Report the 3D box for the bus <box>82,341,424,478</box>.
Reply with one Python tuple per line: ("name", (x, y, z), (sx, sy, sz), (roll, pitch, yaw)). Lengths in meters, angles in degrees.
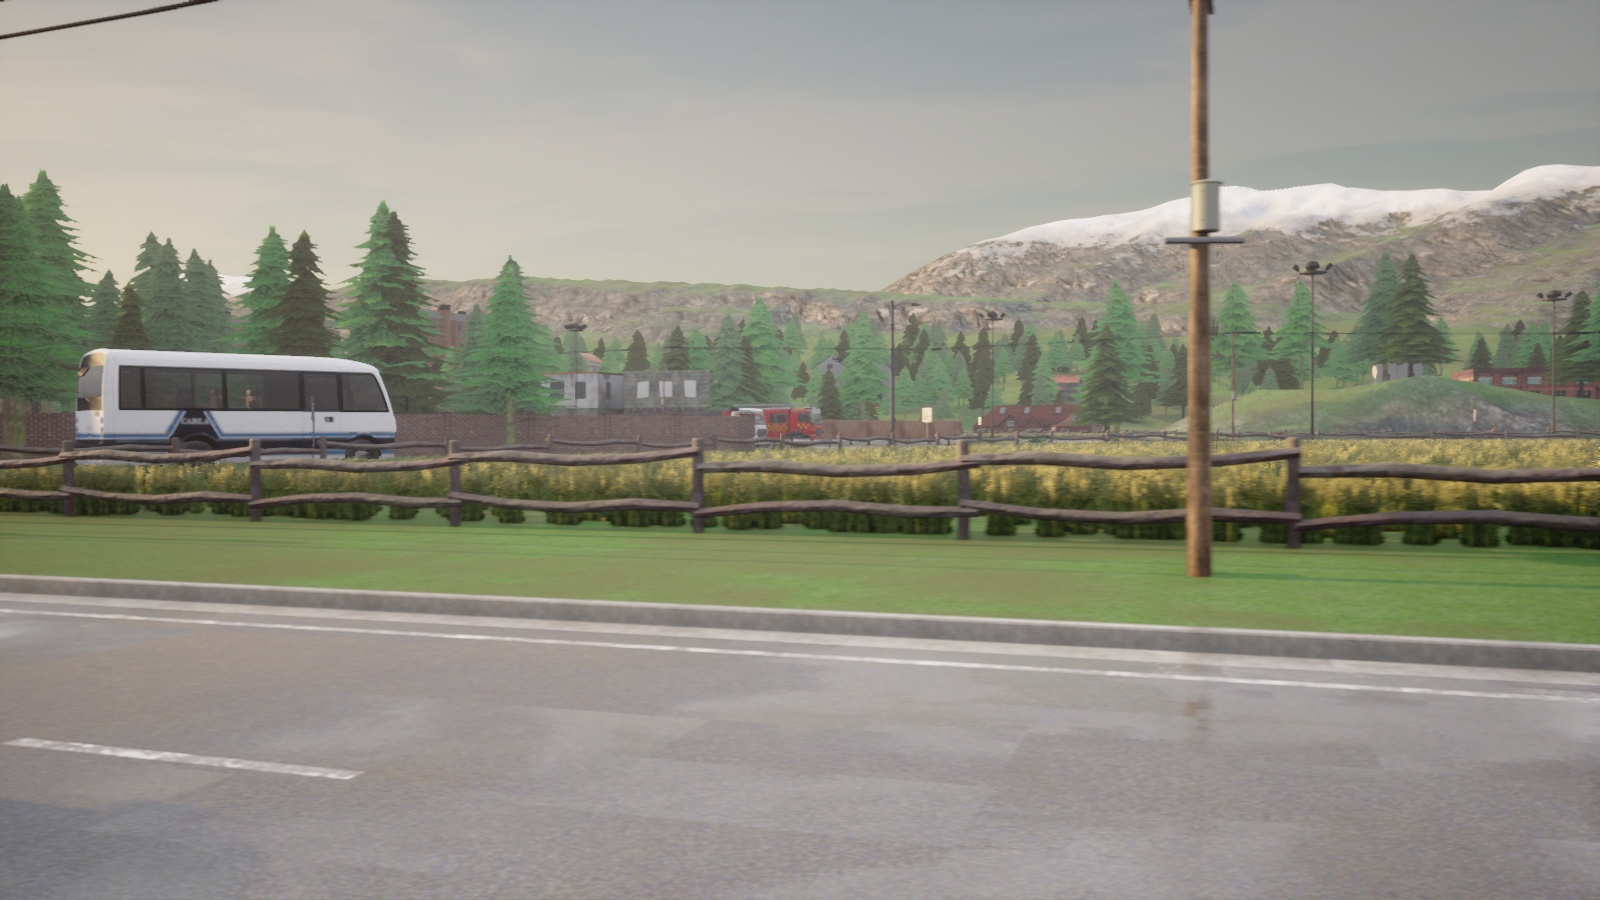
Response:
("bus", (-18.876, -1.326, 44.037), (10.273, 4.253, 3.944), (-1, 1, -45))
